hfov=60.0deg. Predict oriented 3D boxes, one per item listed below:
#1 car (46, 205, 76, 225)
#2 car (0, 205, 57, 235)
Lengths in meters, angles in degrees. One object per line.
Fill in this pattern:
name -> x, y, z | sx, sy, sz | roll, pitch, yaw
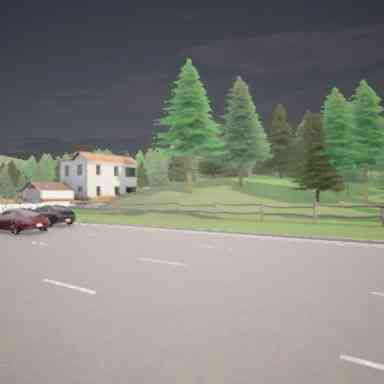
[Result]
car -> -10.538, 1.711, 24.387 | 4.892, 1.490, 1.837 | 0, 0, 35
car -> -10.441, 1.706, 20.018 | 4.674, 1.442, 1.812 | 0, 0, 36
